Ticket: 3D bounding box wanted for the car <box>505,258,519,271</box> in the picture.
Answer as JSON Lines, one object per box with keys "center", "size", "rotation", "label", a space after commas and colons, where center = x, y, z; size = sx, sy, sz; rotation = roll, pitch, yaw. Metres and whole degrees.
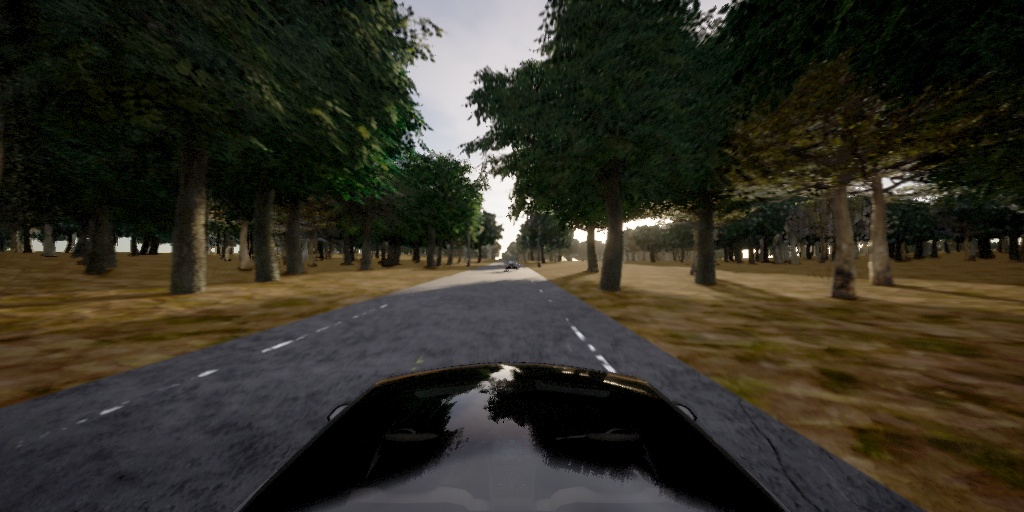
{"center": [-0.018, 1.515, 55.272], "size": [1.837, 1.490, 4.892], "rotation": [0, -1, 0], "label": "car"}
